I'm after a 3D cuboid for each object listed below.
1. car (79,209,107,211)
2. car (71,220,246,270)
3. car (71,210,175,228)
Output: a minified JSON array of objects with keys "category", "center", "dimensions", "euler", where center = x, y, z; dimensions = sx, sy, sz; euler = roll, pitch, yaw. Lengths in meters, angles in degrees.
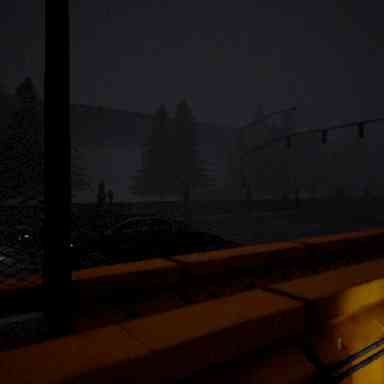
[{"category":"car","center":[-4.402,1.497,13.732],"dimensions":[4.892,1.490,1.837],"euler":[0,0,-35]},{"category":"car","center":[-0.578,1.557,7.861],"dimensions":[4.181,1.385,1.994],"euler":[0,0,-35]},{"category":"car","center":[-2.149,1.484,11.038],"dimensions":[4.902,1.511,2.128],"euler":[0,0,-35]}]
